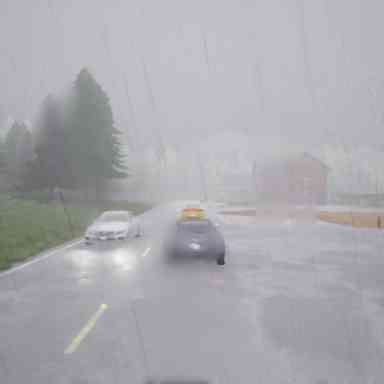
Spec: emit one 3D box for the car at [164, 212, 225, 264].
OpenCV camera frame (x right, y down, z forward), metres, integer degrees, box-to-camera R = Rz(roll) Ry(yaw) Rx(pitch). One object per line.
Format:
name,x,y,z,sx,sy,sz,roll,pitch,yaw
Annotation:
car,0.087,1.630,12.079,1.994,1.385,4.181,0,0,0

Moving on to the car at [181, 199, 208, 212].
car,0.082,1.630,28.325,1.882,1.535,5.008,0,0,0

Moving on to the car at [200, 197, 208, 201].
car,2.928,1.898,82.670,1.816,1.474,4.193,-6,0,-2

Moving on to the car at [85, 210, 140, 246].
car,-3.594,1.611,15.789,1.812,1.442,4.674,0,0,0
